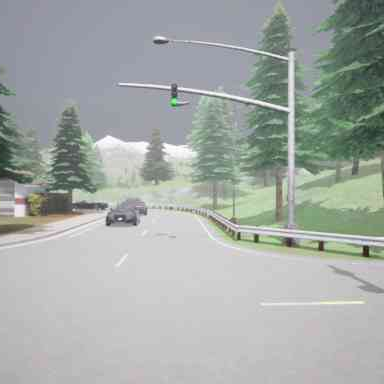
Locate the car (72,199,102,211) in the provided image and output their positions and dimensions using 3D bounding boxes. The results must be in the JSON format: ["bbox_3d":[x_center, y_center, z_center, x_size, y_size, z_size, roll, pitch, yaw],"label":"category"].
[{"bbox_3d":[-12.638,1.567,40.489,4.718,1.301,1.895,0,0,12],"label":"car"}]

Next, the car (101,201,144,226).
[{"bbox_3d":[-4.721,1.542,23.184,1.994,1.385,4.181,0,0,-4],"label":"car"}]

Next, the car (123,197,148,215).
[{"bbox_3d":[-5.841,1.321,32.946,2.097,1.767,4.553,0,0,-21],"label":"car"}]
